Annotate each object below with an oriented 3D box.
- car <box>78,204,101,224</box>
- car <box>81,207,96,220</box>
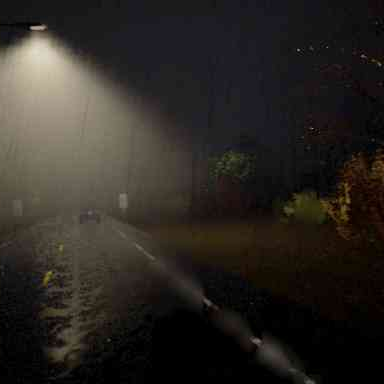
[{"bbox_3d":[-11.435,2.389,37.079,2.150,2.045,5.566,-4,-1,-18],"label":"car"},{"bbox_3d":[-15.137,3.041,48.522,1.882,1.535,5.008,-4,0,-18],"label":"car"}]
